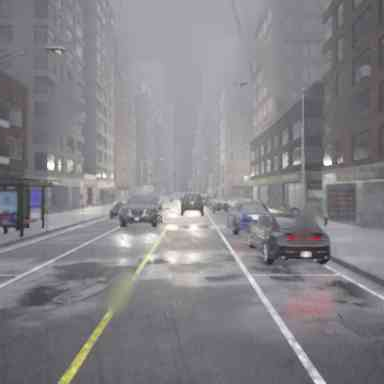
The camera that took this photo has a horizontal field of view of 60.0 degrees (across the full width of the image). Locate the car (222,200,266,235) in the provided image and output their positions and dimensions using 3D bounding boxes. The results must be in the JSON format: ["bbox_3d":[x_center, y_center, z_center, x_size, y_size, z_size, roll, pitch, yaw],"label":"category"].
[{"bbox_3d":[3.114,1.289,18.554,2.097,1.767,4.553,0,0,0],"label":"car"}]

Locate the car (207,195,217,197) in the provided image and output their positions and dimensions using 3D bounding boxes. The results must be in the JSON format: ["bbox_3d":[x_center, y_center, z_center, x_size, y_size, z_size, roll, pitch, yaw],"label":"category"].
[{"bbox_3d":[2.861,1.417,39.228,2.008,1.369,4.403,0,0,0],"label":"car"}]

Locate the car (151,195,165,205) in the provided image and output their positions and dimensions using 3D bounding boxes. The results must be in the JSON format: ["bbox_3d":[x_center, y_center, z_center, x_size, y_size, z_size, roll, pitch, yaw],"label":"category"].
[{"bbox_3d":[-5.664,1.251,55.794,1.967,1.590,4.097,0,0,0],"label":"car"}]

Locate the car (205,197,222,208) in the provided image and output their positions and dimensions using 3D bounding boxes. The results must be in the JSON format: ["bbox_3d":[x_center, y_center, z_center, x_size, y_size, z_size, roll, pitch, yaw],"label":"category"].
[{"bbox_3d":[2.861,1.414,44.751,1.947,1.339,4.313,0,0,0],"label":"car"}]

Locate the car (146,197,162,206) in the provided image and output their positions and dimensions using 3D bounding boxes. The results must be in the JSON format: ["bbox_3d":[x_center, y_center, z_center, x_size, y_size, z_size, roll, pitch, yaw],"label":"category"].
[{"bbox_3d":[-5.664,1.396,50.269,1.947,1.339,4.313,0,0,0],"label":"car"}]

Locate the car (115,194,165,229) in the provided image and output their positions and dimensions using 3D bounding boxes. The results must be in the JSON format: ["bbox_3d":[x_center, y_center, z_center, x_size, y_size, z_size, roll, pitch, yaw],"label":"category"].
[{"bbox_3d":[-3.098,1.149,21.506,2.150,2.045,5.566,0,0,0],"label":"car"}]

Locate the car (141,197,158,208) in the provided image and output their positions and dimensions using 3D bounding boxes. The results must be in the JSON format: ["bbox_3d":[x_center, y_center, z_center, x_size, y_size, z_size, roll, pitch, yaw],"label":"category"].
[{"bbox_3d":[-5.665,1.430,44.744,1.802,1.307,4.206,0,0,0],"label":"car"}]

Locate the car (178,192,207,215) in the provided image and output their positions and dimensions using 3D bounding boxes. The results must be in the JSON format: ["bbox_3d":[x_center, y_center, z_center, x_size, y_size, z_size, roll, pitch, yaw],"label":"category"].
[{"bbox_3d":[0.046,1.112,32.142,2.150,2.045,5.566,0,0,0],"label":"car"}]

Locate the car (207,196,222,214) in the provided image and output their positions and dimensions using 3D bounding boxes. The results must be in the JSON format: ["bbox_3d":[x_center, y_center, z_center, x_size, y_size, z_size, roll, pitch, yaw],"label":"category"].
[{"bbox_3d":[2.860,1.436,33.704,2.008,1.369,4.403,0,0,0],"label":"car"}]

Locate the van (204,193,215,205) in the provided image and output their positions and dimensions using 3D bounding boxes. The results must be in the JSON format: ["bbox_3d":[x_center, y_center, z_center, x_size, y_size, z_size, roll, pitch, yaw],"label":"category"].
[{"bbox_3d":[2.862,1.152,55.798,1.690,1.788,3.998,0,0,0],"label":"van"}]

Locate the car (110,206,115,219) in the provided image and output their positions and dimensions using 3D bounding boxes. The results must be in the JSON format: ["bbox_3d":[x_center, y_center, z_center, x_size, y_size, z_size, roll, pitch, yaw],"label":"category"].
[{"bbox_3d":[-5.666,1.471,28.169,1.947,1.339,4.313,0,0,0],"label":"car"}]

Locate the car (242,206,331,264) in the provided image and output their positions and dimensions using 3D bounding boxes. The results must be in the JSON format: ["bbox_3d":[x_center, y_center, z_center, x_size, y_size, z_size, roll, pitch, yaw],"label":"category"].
[{"bbox_3d":[3.146,1.464,11.584,1.837,1.490,4.892,0,0,0],"label":"car"}]

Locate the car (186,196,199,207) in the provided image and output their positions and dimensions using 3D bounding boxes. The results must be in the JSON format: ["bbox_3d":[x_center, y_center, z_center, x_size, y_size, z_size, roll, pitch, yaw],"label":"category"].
[{"bbox_3d":[0.063,1.359,48.918,1.812,1.442,4.674,0,0,1],"label":"car"}]

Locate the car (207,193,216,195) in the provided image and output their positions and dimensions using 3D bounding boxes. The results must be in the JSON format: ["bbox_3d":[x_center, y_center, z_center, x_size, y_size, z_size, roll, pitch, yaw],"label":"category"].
[{"bbox_3d":[2.862,1.144,50.275,2.192,1.841,5.009,0,0,0],"label":"car"}]

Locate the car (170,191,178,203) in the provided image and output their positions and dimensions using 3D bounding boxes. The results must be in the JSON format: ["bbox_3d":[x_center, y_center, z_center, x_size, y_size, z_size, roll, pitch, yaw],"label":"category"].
[{"bbox_3d":[-2.996,0.919,63.560,2.150,2.045,5.566,0,0,0],"label":"car"}]
